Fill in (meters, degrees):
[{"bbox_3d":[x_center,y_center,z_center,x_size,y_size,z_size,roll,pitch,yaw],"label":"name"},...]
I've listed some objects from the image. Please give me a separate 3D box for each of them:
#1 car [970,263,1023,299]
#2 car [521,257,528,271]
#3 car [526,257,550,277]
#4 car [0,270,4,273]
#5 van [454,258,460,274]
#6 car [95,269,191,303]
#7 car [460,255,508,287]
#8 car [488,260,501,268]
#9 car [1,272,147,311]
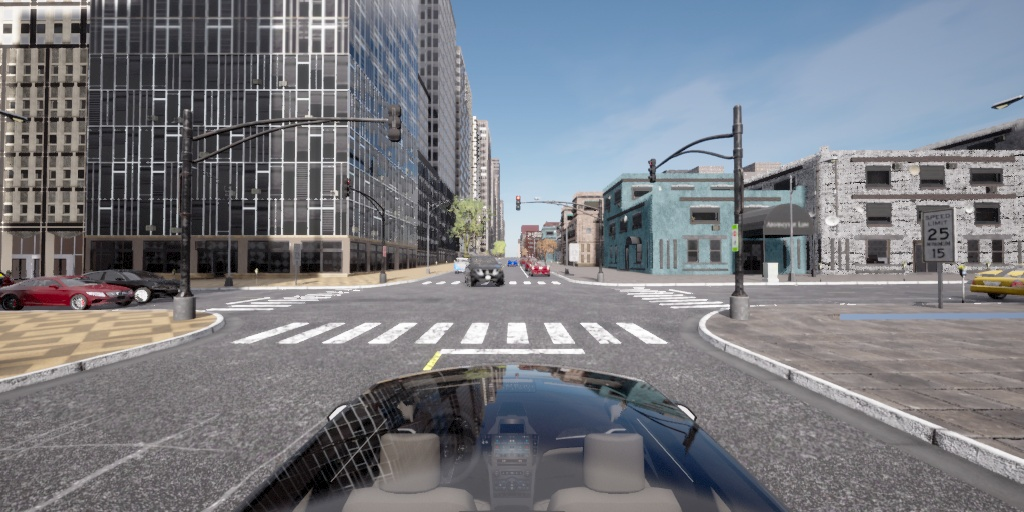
[{"bbox_3d":[20.694,0.994,13.691,4.829,1.417,1.751,0,0,1],"label":"car"},{"bbox_3d":[2.706,1.070,47.250,2.192,1.841,5.009,0,0,0],"label":"car"},{"bbox_3d":[2.702,1.194,35.902,1.967,1.591,4.097,0,0,0],"label":"car"},{"bbox_3d":[-23.098,1.325,14.125,4.097,1.591,1.967,0,0,1],"label":"car"},{"bbox_3d":[-5.677,1.096,41.540,1.690,1.789,3.998,0,0,0],"label":"van"},{"bbox_3d":[-17.888,1.359,16.681,5.008,1.535,1.882,-1,-1,0],"label":"car"},{"bbox_3d":[-2.074,0.976,24.714,2.150,2.045,5.566,0,0,-13],"label":"car"},{"bbox_3d":[-3.040,1.320,62.367,1.994,1.385,4.181,0,0,0],"label":"car"},{"bbox_3d":[-17.415,1.413,14.069,4.207,1.307,1.802,0,0,1],"label":"car"}]
